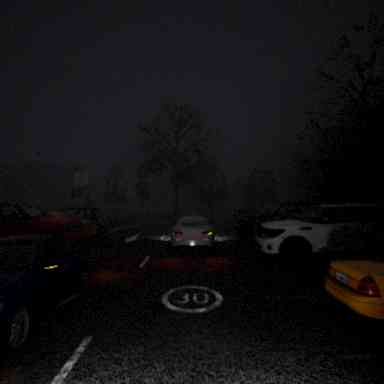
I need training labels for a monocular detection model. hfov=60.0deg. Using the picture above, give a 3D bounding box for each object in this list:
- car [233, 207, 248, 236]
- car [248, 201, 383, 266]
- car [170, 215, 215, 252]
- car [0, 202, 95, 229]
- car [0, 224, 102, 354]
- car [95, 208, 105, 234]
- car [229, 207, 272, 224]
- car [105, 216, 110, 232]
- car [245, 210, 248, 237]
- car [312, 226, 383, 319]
[{"bbox_3d":[5.044,1.502,17.223,5.566,2.045,2.435,0,-1,0],"label":"car"},{"bbox_3d":[5.067,1.383,11.762,5.566,2.045,2.435,0,-1,0],"label":"car"},{"bbox_3d":[0.035,1.744,14.810,1.812,1.442,4.674,0,-1,1],"label":"car"},{"bbox_3d":[-7.151,1.416,13.387,5.566,2.045,2.435,0,-1,0],"label":"car"},{"bbox_3d":[-3.344,1.595,6.339,1.812,1.442,4.674,0,-1,1],"label":"car"},{"bbox_3d":[-7.187,1.732,16.299,5.008,1.535,2.097,0,-1,0],"label":"car"},{"bbox_3d":[5.946,2.257,33.283,2.128,1.511,4.902,-2,-3,38],"label":"car"},{"bbox_3d":[-7.174,1.676,19.337,4.553,1.767,2.185,0,-1,0],"label":"car"},{"bbox_3d":[5.077,1.694,14.549,4.892,1.521,2.231,0,-1,0],"label":"car"},{"bbox_3d":[5.279,1.542,6.041,5.366,1.575,1.946,0,-1,0],"label":"car"}]
